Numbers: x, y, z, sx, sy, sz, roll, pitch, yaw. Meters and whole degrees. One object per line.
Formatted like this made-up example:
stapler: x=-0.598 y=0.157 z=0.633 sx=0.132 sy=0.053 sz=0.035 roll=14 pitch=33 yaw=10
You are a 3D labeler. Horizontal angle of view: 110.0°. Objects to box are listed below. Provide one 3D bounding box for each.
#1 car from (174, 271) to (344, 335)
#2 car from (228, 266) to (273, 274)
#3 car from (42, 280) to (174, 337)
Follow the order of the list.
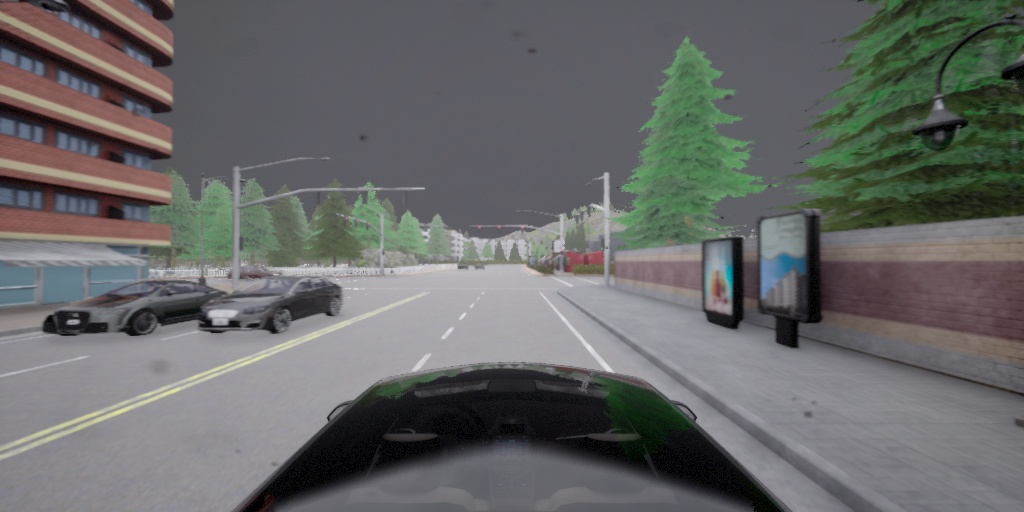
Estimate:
car: x=-7.068 y=1.366 z=11.162 sx=2.128 sy=1.511 sz=4.902 roll=0 pitch=-1 yaw=0
car: x=-25.054 y=1.715 z=35.186 sx=4.674 sy=1.442 sz=1.812 roll=1 pitch=-1 yaw=-10
car: x=-10.571 y=1.431 z=10.639 sx=1.994 sy=1.385 sz=4.181 roll=0 pitch=-1 yaw=0
